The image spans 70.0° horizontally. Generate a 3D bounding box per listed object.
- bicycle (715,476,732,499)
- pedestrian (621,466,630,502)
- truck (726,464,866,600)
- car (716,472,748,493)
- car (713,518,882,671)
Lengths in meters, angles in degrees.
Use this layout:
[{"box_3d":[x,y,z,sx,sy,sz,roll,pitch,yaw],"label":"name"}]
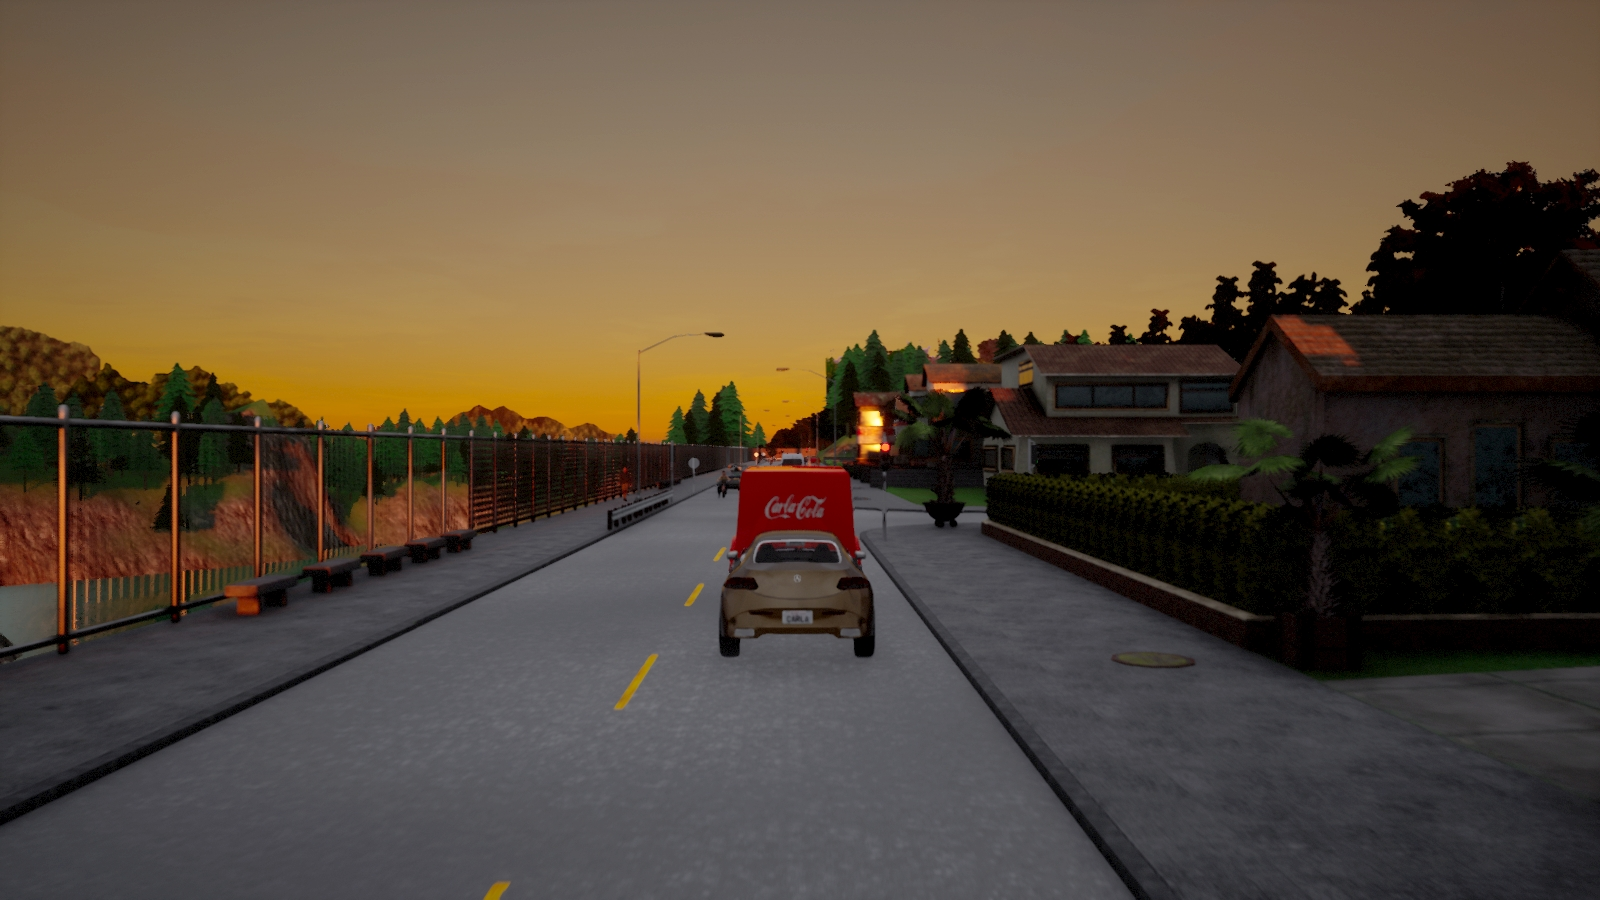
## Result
[{"box_3d":[-4.414,2.157,66.109,0.859,1.276,1.487,0,0,0],"label":"bicycle"},{"box_3d":[-8.963,1.744,58.626,0.375,1.860,0.375,0,0,4],"label":"pedestrian"},{"box_3d":[-0.101,1.569,24.020,2.627,2.467,5.204,0,0,0],"label":"truck"},{"box_3d":[-4.498,2.154,76.404,1.895,1.301,4.718,0,0,0],"label":"car"},{"box_3d":[-0.051,1.992,17.099,2.152,1.651,5.027,0,0,0],"label":"car"}]
